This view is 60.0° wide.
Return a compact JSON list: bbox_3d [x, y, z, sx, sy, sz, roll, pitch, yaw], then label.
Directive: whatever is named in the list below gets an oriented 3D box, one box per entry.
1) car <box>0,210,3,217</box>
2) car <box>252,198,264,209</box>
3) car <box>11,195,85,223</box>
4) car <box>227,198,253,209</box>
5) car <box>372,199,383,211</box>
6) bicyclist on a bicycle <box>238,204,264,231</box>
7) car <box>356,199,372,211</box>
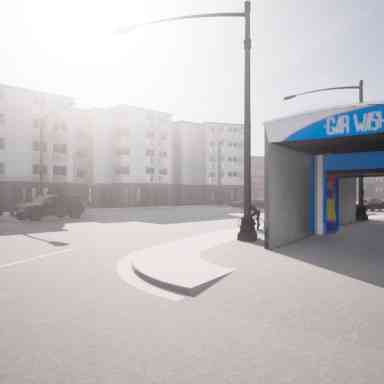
[{"bbox_3d":[-16.610,1.601,24.216,1.895,1.301,4.718,0,0,30],"label":"car"},{"bbox_3d":[10.749,1.601,43.603,4.718,1.301,1.895,0,0,-22],"label":"car"},{"bbox_3d":[-11.168,1.223,26.291,2.150,2.045,5.566,0,0,36],"label":"car"},{"bbox_3d":[7.581,1.547,46.027,5.357,1.411,2.033,0,0,-24],"label":"car"},{"bbox_3d":[22.009,1.526,39.913,4.674,1.442,1.812,0,0,-18],"label":"car"},{"bbox_3d":[3.233,1.301,18.267,1.656,1.620,0.582,0,0,38],"label":"bicyclist on a bicycle"},{"bbox_3d":[15.684,1.601,34.084,4.718,1.301,1.895,0,0,-22],"label":"car"}]
